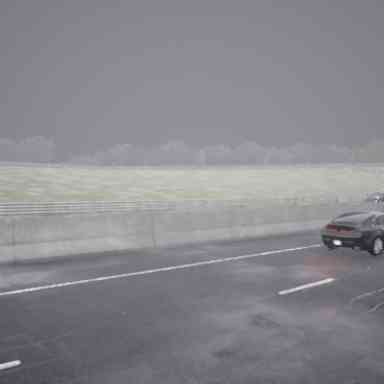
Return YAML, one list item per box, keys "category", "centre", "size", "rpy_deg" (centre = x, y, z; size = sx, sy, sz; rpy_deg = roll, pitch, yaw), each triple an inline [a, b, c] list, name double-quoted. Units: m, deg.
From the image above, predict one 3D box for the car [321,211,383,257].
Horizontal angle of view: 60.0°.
- category: "car"
  centre: [7.123, 1.526, 13.172]
  size: [4.892, 1.490, 1.837]
  rpy_deg: [-1, 0, -35]

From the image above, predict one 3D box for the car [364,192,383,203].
- category: "car"
  centre: [27.592, 0.815, 49.454]
  size: [4.553, 1.767, 2.097]
  rpy_deg: [-2, 1, -35]
